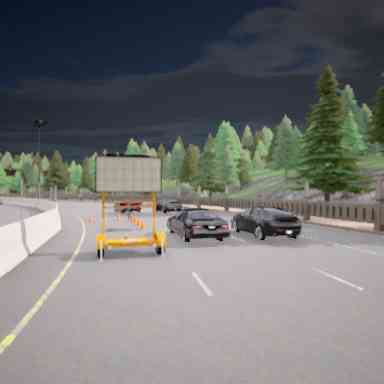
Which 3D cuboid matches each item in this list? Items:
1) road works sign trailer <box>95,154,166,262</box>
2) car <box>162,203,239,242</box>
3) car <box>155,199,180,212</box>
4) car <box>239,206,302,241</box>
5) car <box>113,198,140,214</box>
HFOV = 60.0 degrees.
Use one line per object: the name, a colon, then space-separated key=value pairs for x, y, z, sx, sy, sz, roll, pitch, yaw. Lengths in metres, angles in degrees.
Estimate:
road works sign trailer: x=-2.326 y=0.433 z=12.238 sx=2.380 sy=3.560 sz=2.880 roll=0 pitch=0 yaw=-16
car: x=0.143 y=1.504 z=16.150 sx=2.033 sy=1.411 sz=5.357 roll=0 pitch=0 yaw=-15
car: x=-2.545 y=1.402 z=33.676 sx=2.128 sy=1.511 sz=4.902 roll=0 pitch=0 yaw=-24
car: x=3.560 y=1.459 z=16.684 sx=1.837 sy=1.490 sz=4.892 roll=0 pitch=0 yaw=-15
car: x=-6.855 y=1.388 z=34.669 sx=1.882 sy=1.535 sz=5.008 roll=0 pitch=0 yaw=-26
